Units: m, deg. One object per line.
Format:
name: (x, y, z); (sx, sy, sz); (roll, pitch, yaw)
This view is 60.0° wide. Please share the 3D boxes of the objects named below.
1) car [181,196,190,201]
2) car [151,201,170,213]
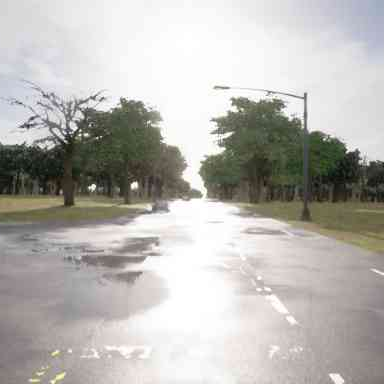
car: (-1.752, 1.823, 91.306); (1.812, 1.442, 4.674); (0, 0, 7)
car: (-3.534, 1.671, 38.179); (1.895, 1.301, 4.718); (0, 0, 0)
